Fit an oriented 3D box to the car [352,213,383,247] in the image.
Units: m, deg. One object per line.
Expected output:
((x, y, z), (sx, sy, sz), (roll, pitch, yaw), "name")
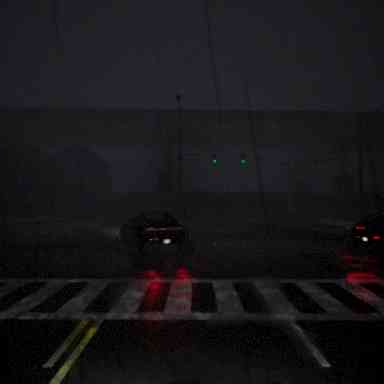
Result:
((8.993, 1.599, 14.142), (4.892, 1.490, 1.837), (0, -4, -26), "car")

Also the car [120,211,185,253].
((-1.835, 1.585, 14.315), (2.128, 1.511, 4.902), (0, -1, -22), "car")
